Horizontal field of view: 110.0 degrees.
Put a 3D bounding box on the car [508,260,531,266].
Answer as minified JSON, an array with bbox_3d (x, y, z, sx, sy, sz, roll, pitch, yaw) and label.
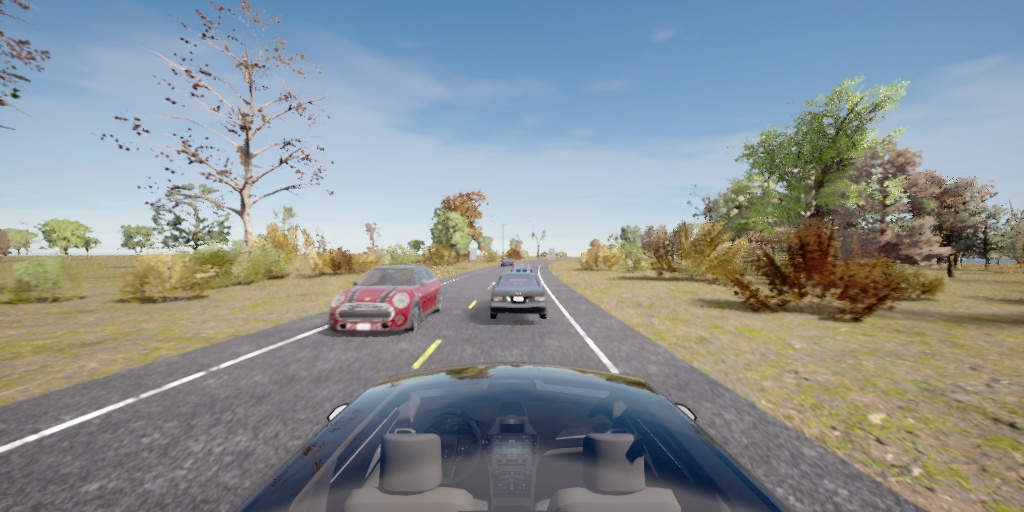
[{"bbox_3d":[0.901,1.274,32.007,1.895,1.301,4.718,0,0,3],"label":"car"}]

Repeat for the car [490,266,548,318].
[{"bbox_3d":[0.225,1.272,12.837,2.033,1.411,5.357,0,0,1],"label":"car"}]

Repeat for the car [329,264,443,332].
[{"bbox_3d":[-3.498,1.079,10.779,2.097,1.767,4.553,0,0,1],"label":"car"}]

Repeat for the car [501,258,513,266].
[{"bbox_3d":[-0.732,1.071,60.013,1.882,1.535,5.008,0,0,6],"label":"car"}]
